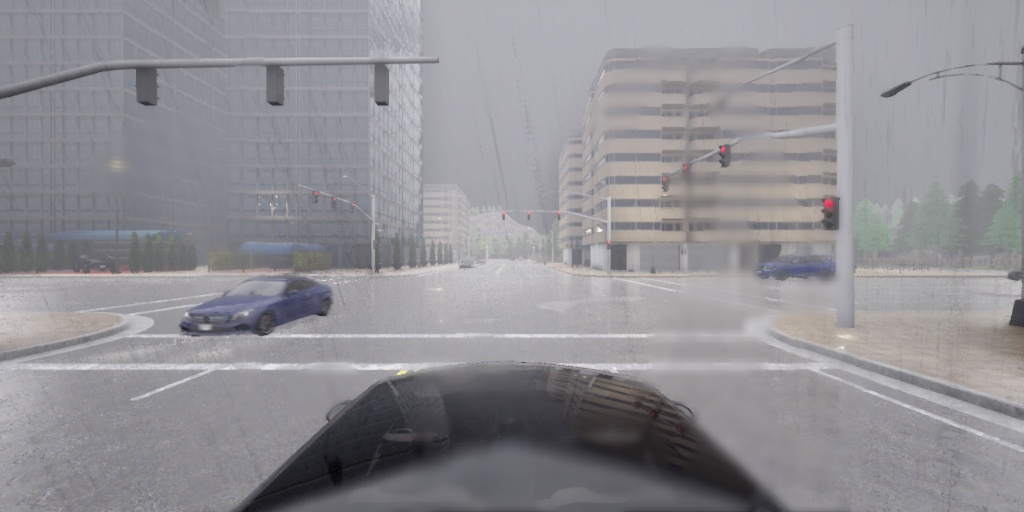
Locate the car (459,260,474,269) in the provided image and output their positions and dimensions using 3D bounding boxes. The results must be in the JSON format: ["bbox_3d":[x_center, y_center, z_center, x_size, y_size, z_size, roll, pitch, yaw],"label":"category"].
[{"bbox_3d":[-6.974,1.317,54.847,1.837,1.490,4.892,0,1,0],"label":"car"}]

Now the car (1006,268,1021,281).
[{"bbox_3d":[41.797,1.317,28.087,4.181,1.385,1.994,0,0,-1],"label":"car"}]

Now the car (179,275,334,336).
[{"bbox_3d":[-6.976,1.329,10.485,1.812,1.442,4.674,0,1,0],"label":"car"}]

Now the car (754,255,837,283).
[{"bbox_3d":[22.168,0.968,28.001,5.566,2.045,2.150,0,0,0],"label":"car"}]
